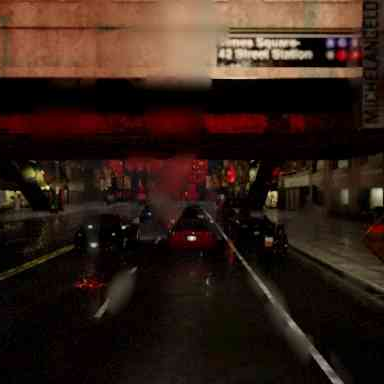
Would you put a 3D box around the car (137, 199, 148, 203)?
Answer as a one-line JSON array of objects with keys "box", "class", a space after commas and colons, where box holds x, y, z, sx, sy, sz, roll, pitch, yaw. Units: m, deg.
[{"box": [-10.431, 2.168, 70.108, 1.837, 1.490, 4.892, 0, -1, 0], "class": "car"}]

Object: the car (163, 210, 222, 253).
[{"box": [0.018, 1.702, 14.293, 1.994, 1.385, 4.181, 0, 0, 1], "class": "car"}]

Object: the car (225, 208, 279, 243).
[{"box": [3.216, 1.775, 18.807, 1.895, 1.301, 4.718, 0, -1, 0], "class": "car"}]

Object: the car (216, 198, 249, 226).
[{"box": [3.167, 1.479, 26.206, 2.435, 2.045, 5.566, 0, -1, 0], "class": "car"}]

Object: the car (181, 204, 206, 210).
[{"box": [0.118, 1.788, 29.316, 1.837, 1.490, 4.892, 0, 0, 0], "class": "car"}]

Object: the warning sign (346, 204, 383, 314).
[{"box": [3.797, 1.176, 6.260, 1.300, 1.860, 1.060, 0, -1, 0], "class": "warning sign"}]

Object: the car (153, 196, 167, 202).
[{"box": [-6.934, 1.898, 70.620, 2.150, 2.045, 5.566, 0, -1, 0], "class": "car"}]

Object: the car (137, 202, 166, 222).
[{"box": [-3.384, 1.824, 28.989, 2.033, 1.411, 5.357, 0, -1, 0], "class": "car"}]

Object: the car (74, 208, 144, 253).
[{"box": [-3.483, 1.645, 14.296, 1.837, 1.490, 4.892, 0, 0, 1], "class": "car"}]
